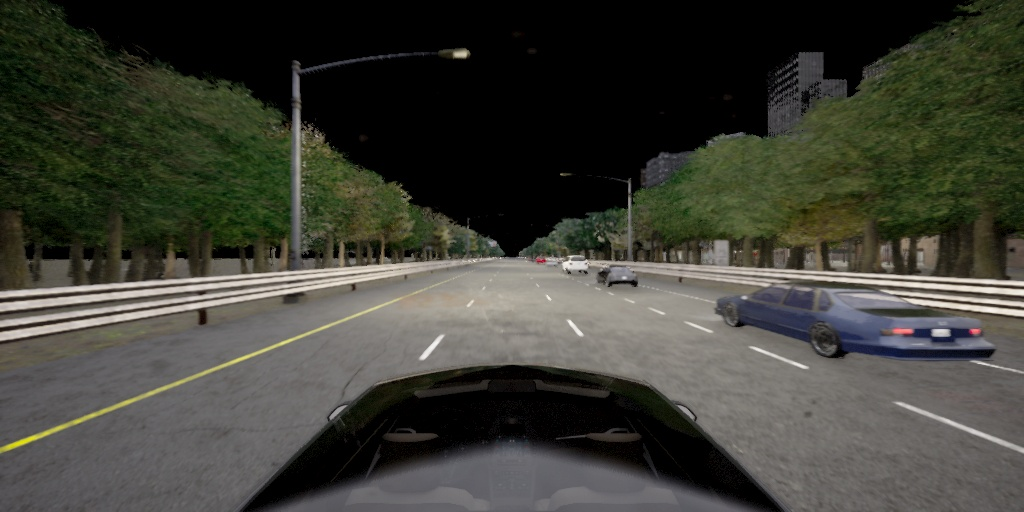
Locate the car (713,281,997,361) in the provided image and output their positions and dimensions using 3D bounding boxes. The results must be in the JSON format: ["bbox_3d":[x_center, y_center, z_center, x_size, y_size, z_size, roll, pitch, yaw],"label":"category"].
[{"bbox_3d":[7.000,1.300,8.363,2.033,1.411,5.357,0,0,0],"label":"car"}]

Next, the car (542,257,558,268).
[{"bbox_3d":[7.009,1.390,64.257,1.895,1.301,4.718,0,0,0],"label":"car"}]

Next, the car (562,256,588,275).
[{"bbox_3d":[6.995,0.989,40.308,2.150,2.045,5.566,0,0,0],"label":"car"}]

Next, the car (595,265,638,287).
[{"bbox_3d":[6.999,1.322,24.352,1.994,1.385,4.181,0,0,0],"label":"car"}]
